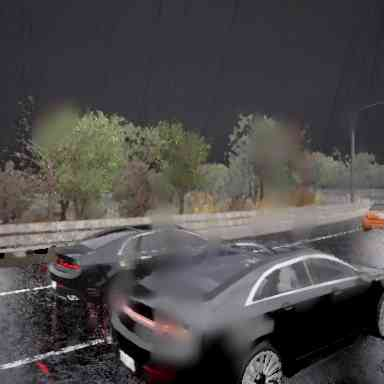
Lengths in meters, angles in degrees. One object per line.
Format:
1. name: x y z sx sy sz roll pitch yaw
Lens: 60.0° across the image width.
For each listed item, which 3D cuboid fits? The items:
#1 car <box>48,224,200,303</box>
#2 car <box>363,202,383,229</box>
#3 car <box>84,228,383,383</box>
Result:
1. car: -0.694 1.507 7.767 4.892 1.490 1.837 0 0 -38
2. car: 11.569 1.361 19.172 2.097 1.767 4.553 0 0 43
3. car: 1.255 1.493 4.865 4.902 1.511 2.128 0 0 -38
